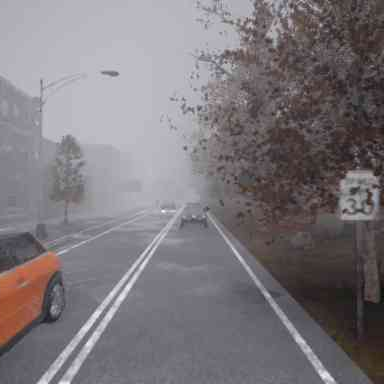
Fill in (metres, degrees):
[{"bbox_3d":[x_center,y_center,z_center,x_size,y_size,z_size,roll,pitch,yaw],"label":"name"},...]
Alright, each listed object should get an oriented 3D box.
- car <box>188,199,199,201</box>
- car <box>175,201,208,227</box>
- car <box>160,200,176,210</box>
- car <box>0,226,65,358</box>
[{"bbox_3d":[0.194,1.677,42.072,1.882,1.535,5.008,0,0,0],"label":"car"},{"bbox_3d":[0.135,1.611,23.460,2.033,1.411,5.357,0,0,0],"label":"car"},{"bbox_3d":[-3.223,1.792,46.056,1.994,1.385,4.181,0,-1,0],"label":"car"},{"bbox_3d":[-3.346,1.346,4.101,2.097,1.767,4.553,0,0,0],"label":"car"}]
